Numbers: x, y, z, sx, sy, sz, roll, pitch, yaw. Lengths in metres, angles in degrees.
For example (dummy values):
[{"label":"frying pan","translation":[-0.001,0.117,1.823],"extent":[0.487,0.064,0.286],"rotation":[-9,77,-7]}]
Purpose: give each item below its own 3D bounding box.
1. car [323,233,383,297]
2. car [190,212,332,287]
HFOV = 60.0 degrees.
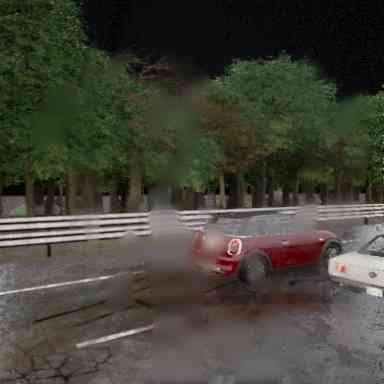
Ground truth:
[{"label":"car","translation":[5.276,1.589,7.504],"extent":[4.718,1.301,1.895],"rotation":[0,0,-34]},{"label":"car","translation":[2.243,1.338,9.494],"extent":[4.553,1.767,2.097],"rotation":[0,0,-34]}]
